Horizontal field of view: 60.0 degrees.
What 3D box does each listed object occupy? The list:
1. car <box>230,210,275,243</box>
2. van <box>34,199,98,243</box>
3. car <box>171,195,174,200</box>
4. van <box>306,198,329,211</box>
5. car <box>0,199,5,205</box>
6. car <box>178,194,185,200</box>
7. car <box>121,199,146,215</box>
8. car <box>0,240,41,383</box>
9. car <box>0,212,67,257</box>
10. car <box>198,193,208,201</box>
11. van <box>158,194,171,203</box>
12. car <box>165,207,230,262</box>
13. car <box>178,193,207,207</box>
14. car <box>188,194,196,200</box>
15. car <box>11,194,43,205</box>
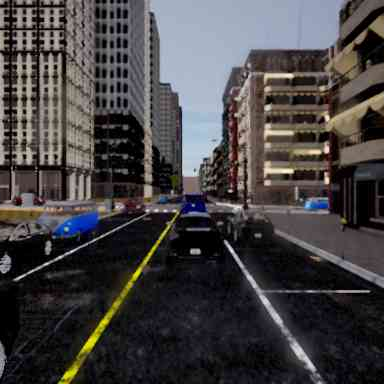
[{"bbox_3d":[2.690,1.527,15.700,2.008,1.369,4.403,0,0,0],"label":"car"},{"bbox_3d":[-5.691,1.318,15.700,1.690,1.788,3.998,0,0,0],"label":"van"},{"bbox_3d":[-5.690,1.431,87.154,1.752,1.417,4.829,0,0,0],"label":"car"},{"bbox_3d":[16.930,1.644,43.379,3.998,1.788,1.690,1,-1,0],"label":"van"},{"bbox_3d":[-26.708,1.045,43.412,4.206,1.307,1.802,1,-1,0],"label":"car"},{"bbox_3d":[-2.999,1.374,95.270,1.882,1.535,5.008,0,0,0],"label":"car"},{"bbox_3d":[-5.691,1.395,32.646,1.967,1.590,4.097,0,0,0],"label":"car"},{"bbox_3d":[-3.098,1.474,2.155,1.882,1.535,5.008,0,0,0],"label":"car"},{"bbox_3d":[-5.691,1.535,10.052,2.008,1.369,4.403,0,0,0],"label":"car"},{"bbox_3d":[2.690,1.224,81.774,2.192,1.841,5.009,0,0,0],"label":"car"},{"bbox_3d":[-5.690,1.262,65.120,1.690,1.788,3.998,0,0,0],"label":"van"},{"bbox_3d":[0.098,1.485,12.009,1.837,1.490,4.892,0,0,0],"label":"car"},{"bbox_3d":[0.100,1.179,29.861,2.150,2.045,5.566,0,0,0],"label":"car"},{"bbox_3d":[0.002,1.341,90.453,1.994,1.385,4.181,0,0,0],"label":"car"},{"bbox_3d":[-21.131,1.011,43.428,4.097,1.590,1.967,1,-1,0],"label":"car"}]
